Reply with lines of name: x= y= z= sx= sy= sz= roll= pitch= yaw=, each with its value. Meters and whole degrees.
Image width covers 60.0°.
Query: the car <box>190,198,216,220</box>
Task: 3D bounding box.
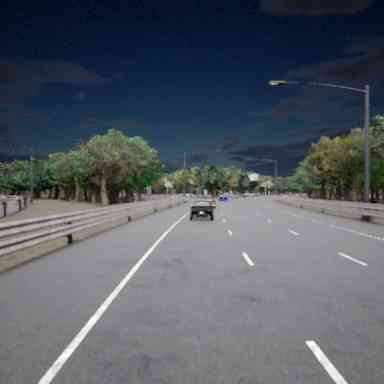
car: x=0.914 y=1.470 z=28.471 sx=1.882 sy=1.535 sz=5.008 roll=0 pitch=0 yaw=4

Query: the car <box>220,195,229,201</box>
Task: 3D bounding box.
car: x=7.904 y=1.448 z=81.427 sx=1.882 sy=1.535 sz=5.008 roll=0 pitch=0 yaw=12
